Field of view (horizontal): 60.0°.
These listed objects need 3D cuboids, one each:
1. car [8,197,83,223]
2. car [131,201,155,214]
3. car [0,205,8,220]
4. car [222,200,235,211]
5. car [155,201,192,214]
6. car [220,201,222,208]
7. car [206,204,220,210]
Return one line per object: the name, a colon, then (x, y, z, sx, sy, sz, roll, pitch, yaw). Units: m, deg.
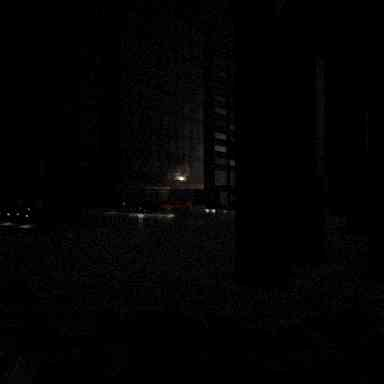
car: (-12.076, 1.460, 28.393, 2.150, 2.045, 5.566, 0, -1, 36)
car: (-5.625, 1.964, 42.874, 1.837, 1.490, 4.892, 0, -1, 36)
car: (-14.623, 1.472, 30.422, 2.150, 2.045, 5.566, 0, -1, 36)
car: (6.979, 2.148, 48.986, 2.033, 1.411, 5.357, 0, -1, 36)
car: (-2.031, 1.946, 42.293, 1.882, 1.535, 5.008, 0, -1, 36)
car: (7.219, 2.119, 54.949, 2.128, 1.511, 4.902, 0, -1, 36)
car: (4.584, 2.258, 56.851, 2.033, 1.411, 5.357, 0, -1, 36)
